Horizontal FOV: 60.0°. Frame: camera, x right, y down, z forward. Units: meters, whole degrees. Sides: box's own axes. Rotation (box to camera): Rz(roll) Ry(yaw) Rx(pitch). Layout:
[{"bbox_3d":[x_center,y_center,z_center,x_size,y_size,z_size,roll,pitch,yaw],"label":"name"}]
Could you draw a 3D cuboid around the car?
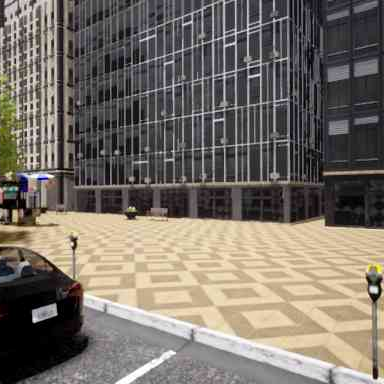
[{"bbox_3d":[-3.554,1.566,5.419,4.313,1.339,1.947,0,0,36],"label":"car"}]
